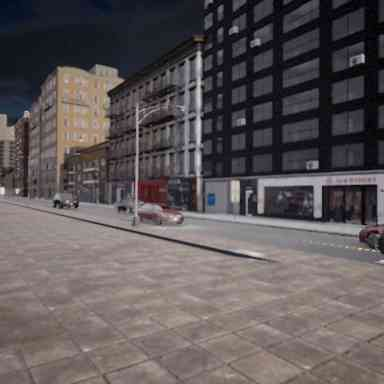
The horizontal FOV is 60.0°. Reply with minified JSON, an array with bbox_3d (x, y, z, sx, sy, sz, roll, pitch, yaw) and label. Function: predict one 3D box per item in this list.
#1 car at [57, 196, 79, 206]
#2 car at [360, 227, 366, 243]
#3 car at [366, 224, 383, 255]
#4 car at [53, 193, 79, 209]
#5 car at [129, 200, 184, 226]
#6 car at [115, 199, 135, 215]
[{"bbox_3d":[-20.119,1.448,53.655,2.128,1.511,4.902,1,0,-35],"label":"car"},{"bbox_3d":[8.856,1.606,12.895,1.994,1.385,4.181,1,0,-35],"label":"car"},{"bbox_3d":[7.847,1.520,9.220,1.837,1.490,4.892,1,0,-35],"label":"car"},{"bbox_3d":[-16.703,1.177,43.924,2.150,2.045,5.566,1,-1,-35],"label":"car"},{"bbox_3d":[-2.425,1.528,23.696,1.812,1.442,4.674,1,0,-36],"label":"car"},{"bbox_3d":[-6.324,1.498,34.249,2.128,1.511,4.902,1,0,-35],"label":"car"}]
